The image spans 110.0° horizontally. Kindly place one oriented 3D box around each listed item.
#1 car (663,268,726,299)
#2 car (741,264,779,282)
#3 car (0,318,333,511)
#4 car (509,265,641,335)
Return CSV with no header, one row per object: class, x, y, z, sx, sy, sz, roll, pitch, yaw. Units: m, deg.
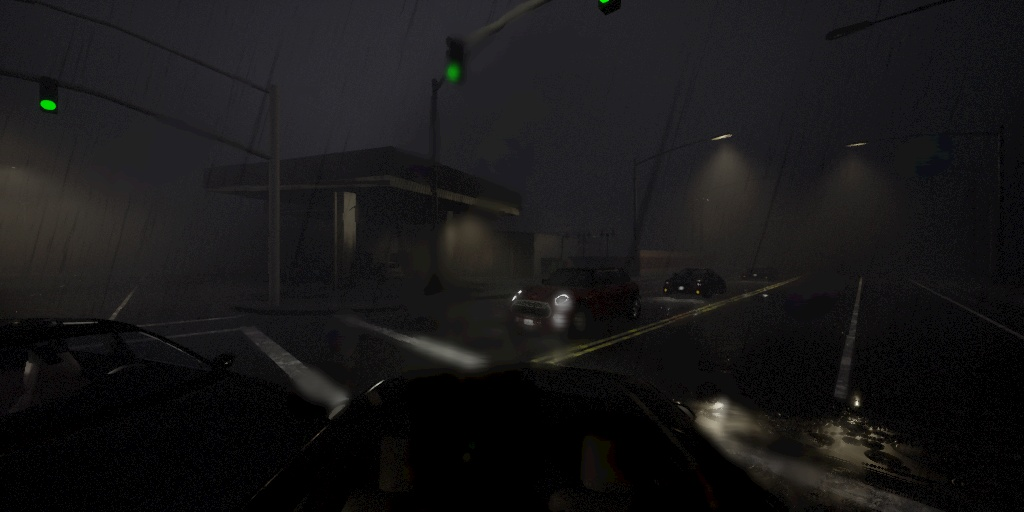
car,9.254,1.313,18.103,1.994,1.385,4.181,0,0,44
car,20.317,1.314,29.304,4.181,1.385,1.994,0,0,-45
car,-3.443,1.242,2.419,4.902,1.511,2.128,0,0,14
car,2.023,1.102,10.763,2.097,1.767,4.553,0,0,45
